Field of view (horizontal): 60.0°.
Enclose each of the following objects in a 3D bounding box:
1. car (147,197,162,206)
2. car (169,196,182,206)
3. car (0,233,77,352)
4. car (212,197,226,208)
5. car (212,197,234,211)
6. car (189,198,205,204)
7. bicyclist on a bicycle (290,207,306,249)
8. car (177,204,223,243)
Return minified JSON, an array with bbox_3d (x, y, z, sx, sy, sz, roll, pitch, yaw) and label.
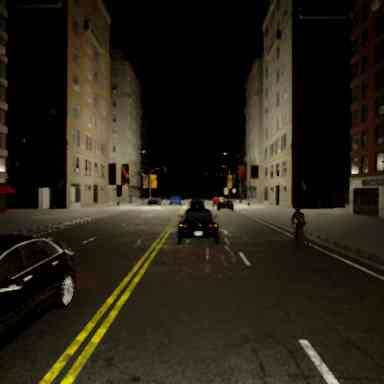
[{"bbox_3d":[-5.850,1.491,51.995,1.895,1.301,4.718,0,0,1],"label":"car"},{"bbox_3d":[-2.582,1.378,52.751,1.882,1.535,5.008,0,0,1],"label":"car"},{"bbox_3d":[-3.300,1.484,5.001,1.837,1.490,4.892,0,0,1],"label":"car"},{"bbox_3d":[3.865,1.452,48.110,1.812,1.442,4.674,0,0,1],"label":"car"},{"bbox_3d":[3.835,1.432,39.015,2.128,1.511,4.902,0,0,1],"label":"car"},{"bbox_3d":[0.604,1.454,39.745,1.812,1.442,4.674,0,0,1],"label":"car"},{"bbox_3d":[4.303,1.441,13.445,0.582,1.620,1.656,0,0,1],"label":"bicyclist on a bicycle"},{"bbox_3d":[0.289,1.496,15.735,1.812,1.442,4.674,0,0,1],"label":"car"}]
